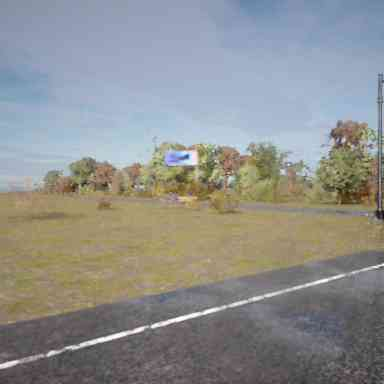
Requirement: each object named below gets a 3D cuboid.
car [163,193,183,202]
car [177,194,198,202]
[{"bbox_3d":[-3.984,1.089,69.664,2.097,1.767,4.553,0,0,-34],"label":"car"},{"bbox_3d":[-0.769,1.214,64.953,2.097,1.767,4.553,0,0,-33],"label":"car"}]
